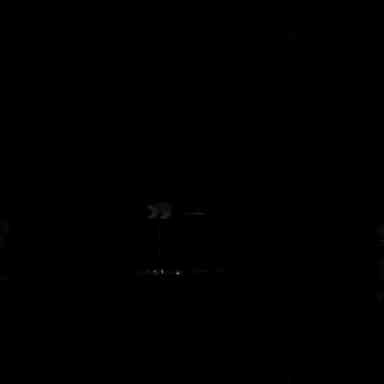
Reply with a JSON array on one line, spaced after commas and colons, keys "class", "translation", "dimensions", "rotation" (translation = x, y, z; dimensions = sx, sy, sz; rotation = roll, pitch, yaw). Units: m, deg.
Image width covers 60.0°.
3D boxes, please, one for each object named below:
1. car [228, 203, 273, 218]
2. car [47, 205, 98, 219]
[{"class": "car", "translation": [6.318, 1.953, 36.134], "dimensions": [4.902, 1.511, 2.128], "rotation": [0, -1, 32]}, {"class": "car", "translation": [-12.291, 2.029, 34.293], "dimensions": [4.718, 1.301, 1.895], "rotation": [1, -1, -40]}]
